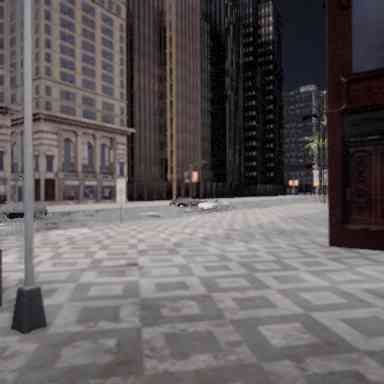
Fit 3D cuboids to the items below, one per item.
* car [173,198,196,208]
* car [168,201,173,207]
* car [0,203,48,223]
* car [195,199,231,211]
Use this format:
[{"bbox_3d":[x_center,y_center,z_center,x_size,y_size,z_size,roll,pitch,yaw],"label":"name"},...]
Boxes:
[{"bbox_3d":[-0.161,1.615,47.063,1.895,1.301,4.718,-1,0,35],"label":"car"},{"bbox_3d":[-1.346,1.582,51.006,2.033,1.411,5.357,-1,0,36],"label":"car"},{"bbox_3d":[-14.223,1.624,27.034,2.128,1.511,4.902,-1,0,35],"label":"car"},{"bbox_3d":[2.816,1.568,39.863,1.895,1.301,4.718,-1,0,35],"label":"car"}]
